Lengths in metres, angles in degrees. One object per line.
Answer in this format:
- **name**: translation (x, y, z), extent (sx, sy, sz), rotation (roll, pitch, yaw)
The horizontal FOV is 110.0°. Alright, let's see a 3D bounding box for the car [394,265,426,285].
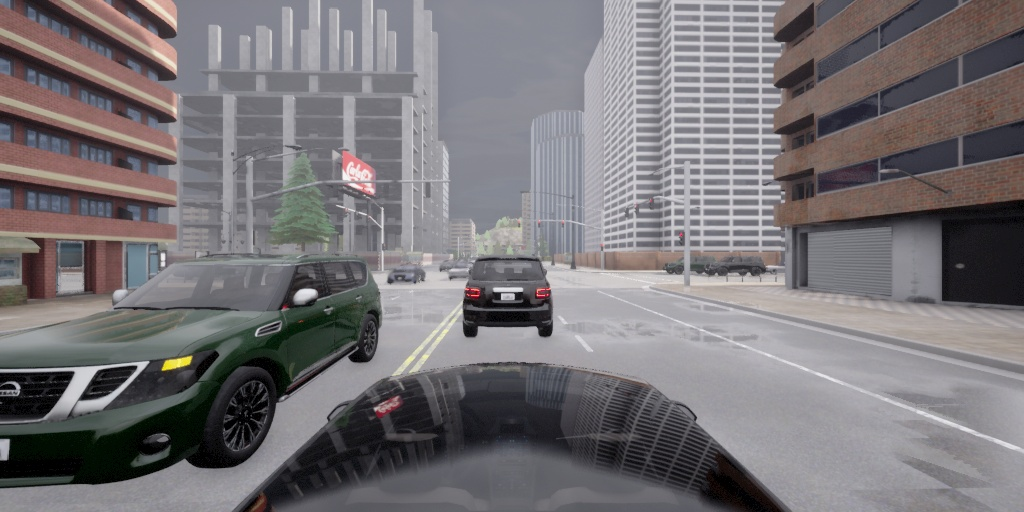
- **car**: translation (-7.575, 1.314, 26.095), extent (1.994, 1.385, 4.181), rotation (0, 0, -1)

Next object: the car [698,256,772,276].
- **car**: translation (22.015, 0.971, 35.561), extent (5.566, 2.045, 2.150), rotation (0, 0, -2)

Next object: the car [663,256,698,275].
- **car**: translation (19.406, 0.972, 38.992), extent (5.566, 2.045, 2.150), rotation (0, 0, -1)

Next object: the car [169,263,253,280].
- **car**: translation (-25.608, 1.297, 30.650), extent (5.357, 1.411, 2.033), rotation (0, 0, -1)

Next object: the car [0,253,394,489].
- **car**: translation (-3.674, 0.971, 5.207), extent (2.150, 2.045, 5.566), rotation (0, 0, -2)

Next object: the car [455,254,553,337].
- **car**: translation (-0.116, 0.971, 10.421), extent (2.150, 2.045, 5.566), rotation (0, 0, -1)

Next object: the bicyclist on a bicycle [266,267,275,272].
- **bicyclist on a bicycle**: translation (-28.682, 1.051, 42.559), extent (0.582, 1.620, 1.656), rotation (0, 0, -1)

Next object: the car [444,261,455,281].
- **car**: translation (-4.157, 1.351, 30.261), extent (1.895, 1.301, 4.718), rotation (0, 0, -1)

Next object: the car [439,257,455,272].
- **car**: translation (-7.954, 1.255, 45.170), extent (1.837, 1.490, 4.892), rotation (0, 0, -1)

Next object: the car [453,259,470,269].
- **car**: translation (-8.201, 1.241, 58.186), extent (2.128, 1.511, 4.902), rotation (0, 0, -1)

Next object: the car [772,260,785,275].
- **car**: translation (29.536, 1.351, 39.239), extent (4.718, 1.301, 1.895), rotation (0, 0, -1)

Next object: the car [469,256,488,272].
- **car**: translation (-4.518, 0.971, 48.767), extent (2.150, 2.045, 5.566), rotation (0, 0, -1)
